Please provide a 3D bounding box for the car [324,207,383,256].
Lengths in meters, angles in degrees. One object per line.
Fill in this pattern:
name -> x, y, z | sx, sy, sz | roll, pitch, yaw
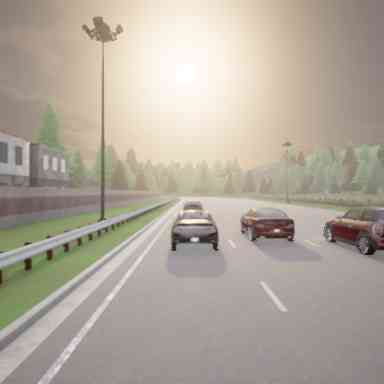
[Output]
car -> 7.102, 1.364, 13.374 | 2.097, 1.767, 4.553 | 0, 0, 0

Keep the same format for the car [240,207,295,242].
car -> 3.601, 1.492, 16.576 | 1.882, 1.535, 5.008 | 0, 0, 0

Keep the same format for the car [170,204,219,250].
car -> 0.102, 1.504, 14.354 | 2.128, 1.511, 4.902 | 0, 0, 0

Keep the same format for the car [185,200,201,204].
car -> 0.101, 1.534, 32.741 | 1.837, 1.490, 4.892 | 0, 0, 0
